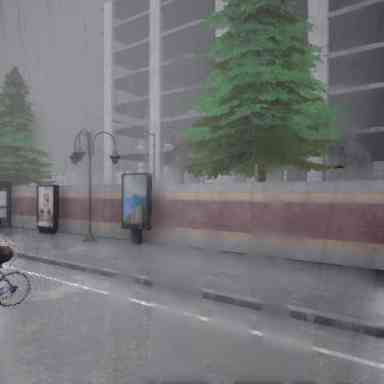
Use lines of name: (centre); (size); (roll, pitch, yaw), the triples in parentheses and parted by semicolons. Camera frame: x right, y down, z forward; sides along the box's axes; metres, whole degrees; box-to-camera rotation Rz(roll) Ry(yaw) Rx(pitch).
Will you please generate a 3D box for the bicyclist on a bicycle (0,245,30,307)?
bicyclist on a bicycle: (-3.786, 1.450, 6.098); (0.582, 1.620, 1.656); (0, 2, 36)
